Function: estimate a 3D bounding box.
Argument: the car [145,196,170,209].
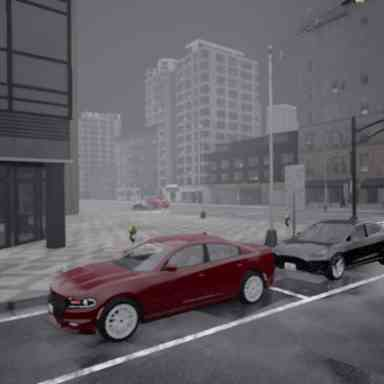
[{"bbox_3d":[-5.586,1.601,51.145,2.150,2.045,5.566,-1,0,-35],"label":"car"}]

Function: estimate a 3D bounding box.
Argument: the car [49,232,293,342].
[{"bbox_3d":[-0.334,1.519,6.414,4.507,1.381,1.887,-1,0,-35],"label":"car"}]

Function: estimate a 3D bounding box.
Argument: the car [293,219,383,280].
[{"bbox_3d":[4.262,1.497,9.690,4.313,1.339,1.947,-1,0,-35],"label":"car"}]

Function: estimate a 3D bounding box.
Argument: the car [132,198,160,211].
[{"bbox_3d":[-6.920,1.917,47.388,1.812,1.442,4.674,-1,0,-35],"label":"car"}]
